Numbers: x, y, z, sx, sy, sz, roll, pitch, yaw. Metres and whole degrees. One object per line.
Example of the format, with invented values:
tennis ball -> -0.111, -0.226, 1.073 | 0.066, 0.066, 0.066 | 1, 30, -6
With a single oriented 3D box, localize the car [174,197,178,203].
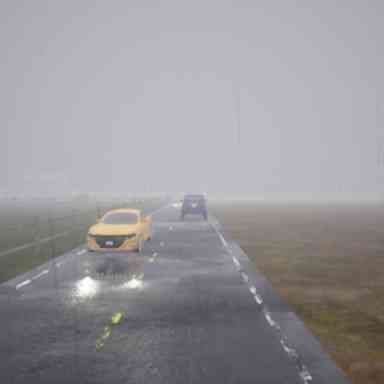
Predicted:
car -> -2.478, 1.608, 65.900 | 1.895, 1.301, 4.718 | 0, 0, 1

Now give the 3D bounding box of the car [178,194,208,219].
car -> 0.173, 1.198, 28.814 | 2.150, 2.045, 5.566 | 0, 0, 0

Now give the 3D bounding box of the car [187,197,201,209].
car -> 0.254, 1.503, 45.145 | 1.812, 1.442, 4.674 | 0, 0, 1

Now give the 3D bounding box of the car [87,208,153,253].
car -> -2.793, 1.457, 13.780 | 1.882, 1.535, 5.008 | 0, 0, 0
